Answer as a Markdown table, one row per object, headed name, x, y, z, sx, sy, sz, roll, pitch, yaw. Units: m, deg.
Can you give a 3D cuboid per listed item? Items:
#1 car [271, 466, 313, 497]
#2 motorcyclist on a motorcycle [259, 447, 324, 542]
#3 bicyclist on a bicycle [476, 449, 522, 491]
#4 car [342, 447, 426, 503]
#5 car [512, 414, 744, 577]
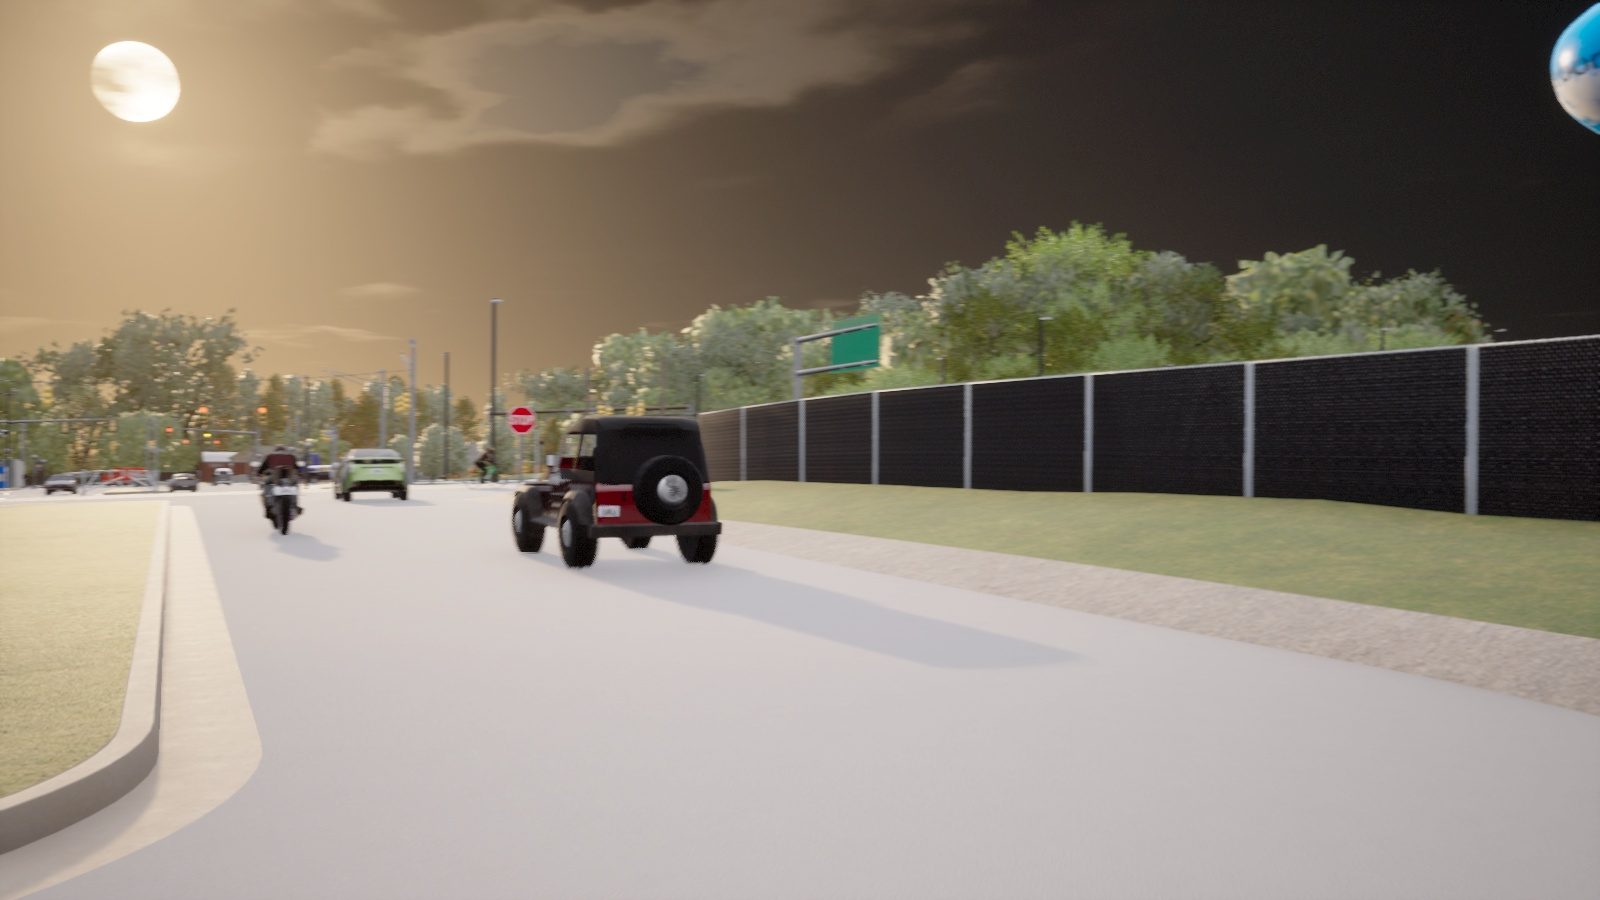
| name | x | y | z | sx | sy | sz | roll | pitch | yaw |
| --- | --- | --- | --- | --- | --- | --- | --- | --- | --- |
| car | -27.615 | 1.681 | 68.158 | 2.007 | 1.525 | 4.514 | -1 | 0 | -23 |
| motorcyclist on a motorcycle | -8.724 | 0.715 | 21.492 | 0.866 | 1.530 | 2.191 | 0 | 0 | -26 |
| bicyclist on a bicycle | -11.719 | 0.767 | 48.909 | 1.656 | 1.620 | 0.582 | -1 | 0 | -31 |
| car | -12.321 | 0.723 | 37.010 | 2.007 | 1.525 | 4.514 | -1 | -1 | -23 |
| car | -2.399 | 0.511 | 16.639 | 1.905 | 1.878 | 3.866 | 0 | 0 | -26 |
